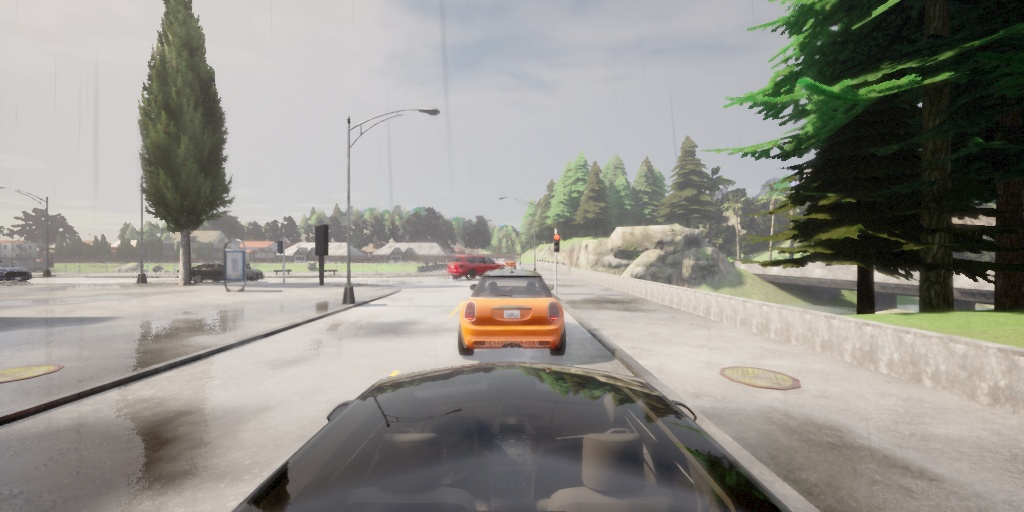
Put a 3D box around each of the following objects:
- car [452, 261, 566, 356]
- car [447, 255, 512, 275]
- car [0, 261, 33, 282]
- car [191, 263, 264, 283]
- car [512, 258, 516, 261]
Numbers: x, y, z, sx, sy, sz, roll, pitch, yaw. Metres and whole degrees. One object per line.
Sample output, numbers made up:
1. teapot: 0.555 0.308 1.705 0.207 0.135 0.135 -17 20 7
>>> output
1. car: -0.003 1.102 8.792 2.097 1.767 4.553 0 0 0
2. car: -2.952 0.970 30.768 2.150 2.045 5.566 2 1 44
3. car: -39.209 1.101 26.838 4.553 1.767 2.097 0 0 -1
4. car: -21.450 1.253 26.999 4.892 1.490 1.837 1 0 -1
5. car: -0.437 1.102 59.169 2.097 1.767 4.553 0 0 0
